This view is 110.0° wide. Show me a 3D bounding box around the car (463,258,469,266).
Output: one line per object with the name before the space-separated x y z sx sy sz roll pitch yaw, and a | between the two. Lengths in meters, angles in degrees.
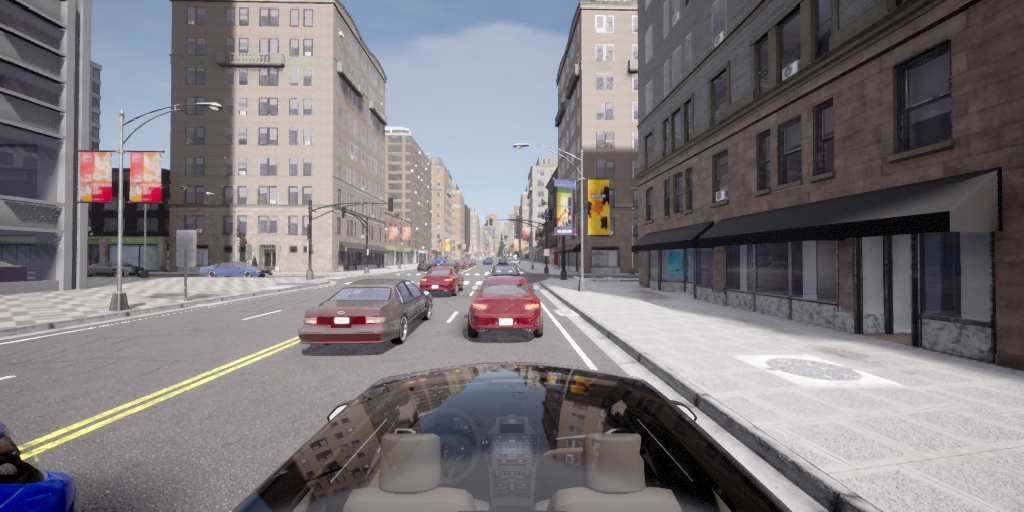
car | -8.024 1.249 54.741 1.812 1.442 4.674 0 0 -1

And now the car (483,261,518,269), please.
car | -0.405 1.240 19.234 2.128 1.511 4.902 0 0 -3

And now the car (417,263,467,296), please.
car | -3.660 1.275 19.057 1.812 1.442 4.674 0 0 -1

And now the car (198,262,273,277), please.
car | -23.667 1.196 30.735 5.357 1.411 2.033 0 -1 1

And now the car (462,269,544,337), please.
car | -0.179 1.277 10.150 1.812 1.442 4.674 0 0 -1

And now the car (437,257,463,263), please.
car | -7.785 1.209 45.538 1.882 1.535 5.008 0 0 -2

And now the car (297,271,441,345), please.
car | -3.409 1.298 9.469 2.033 1.411 5.357 0 0 -2

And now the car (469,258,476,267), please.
car | -8.246 1.065 64.617 2.097 1.767 4.553 0 0 -1

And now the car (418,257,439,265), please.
car | -11.082 1.208 47.241 1.882 1.535 5.008 0 0 -1

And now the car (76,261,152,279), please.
car | -33.633 1.170 30.416 4.181 1.385 1.994 0 -1 -2
